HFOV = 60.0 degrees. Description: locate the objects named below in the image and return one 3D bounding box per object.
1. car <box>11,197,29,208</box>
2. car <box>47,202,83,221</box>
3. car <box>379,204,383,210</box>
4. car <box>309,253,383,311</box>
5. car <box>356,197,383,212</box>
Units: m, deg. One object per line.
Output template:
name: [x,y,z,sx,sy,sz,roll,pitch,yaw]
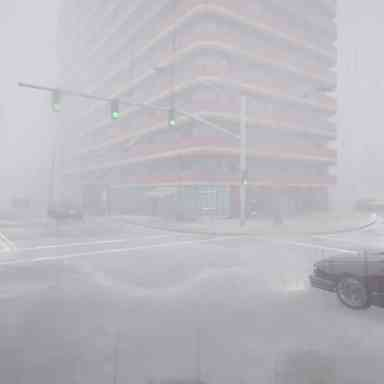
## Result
car: [-24.333,1.486,47.101,1.837,1.490,4.892,0,0,-35]
car: [-10.397,1.527,27.057,1.994,1.385,4.181,0,0,-35]
car: [12.226,1.473,18.451,2.033,1.411,5.357,0,0,40]
car: [4.668,1.526,5.386,2.033,1.411,5.357,0,0,-35]
car: [20.312,1.370,37.605,1.882,1.535,5.008,0,0,5]
